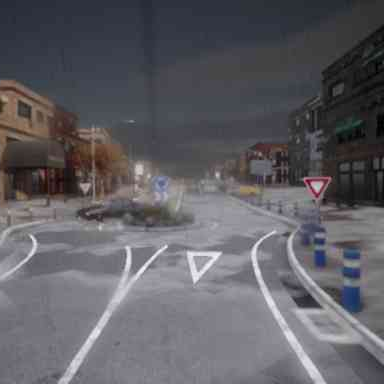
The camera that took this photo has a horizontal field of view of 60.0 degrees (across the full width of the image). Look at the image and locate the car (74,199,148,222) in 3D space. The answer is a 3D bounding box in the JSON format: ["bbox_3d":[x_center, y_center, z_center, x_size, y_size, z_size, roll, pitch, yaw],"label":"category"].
[{"bbox_3d":[-5.349,1.226,23.302,5.357,1.411,2.033,-2,2,-44],"label":"car"}]

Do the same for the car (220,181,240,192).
[{"bbox_3d":[7.743,-0.771,64.292,5.008,1.535,2.097,-1,2,-1],"label":"car"}]

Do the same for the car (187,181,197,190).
[{"bbox_3d":[-0.050,-1.488,73.643,2.150,2.045,5.566,-1,2,-1],"label":"car"}]

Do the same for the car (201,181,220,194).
[{"bbox_3d":[3.201,-0.732,58.664,2.150,2.045,5.566,-1,3,-1],"label":"car"}]

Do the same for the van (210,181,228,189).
[{"bbox_3d":[7.226,-1.898,89.070,4.442,1.987,1.878,-1,2,-1],"label":"van"}]

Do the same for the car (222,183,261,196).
[{"bbox_3d":[7.786,-0.145,50.525,5.366,1.575,1.946,-1,3,-1],"label":"car"}]

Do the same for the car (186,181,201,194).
[{"bbox_3d":[0.198,-0.608,59.433,2.097,1.767,4.553,-1,2,-1],"label":"car"}]

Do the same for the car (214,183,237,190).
[{"bbox_3d":[7.574,-1.208,75.306,5.008,1.535,2.097,-1,2,-1],"label":"car"}]

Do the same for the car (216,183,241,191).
[{"bbox_3d":[7.664,-0.996,69.799,4.892,1.521,2.231,-1,2,-1],"label":"car"}]

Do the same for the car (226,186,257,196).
[{"bbox_3d":[7.931,-0.237,53.284,4.674,1.452,2.002,-1,3,-1],"label":"car"}]

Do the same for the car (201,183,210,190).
[{"bbox_3d":[2.953,-1.246,73.670,1.837,1.490,4.892,-1,2,-1],"label":"car"}]

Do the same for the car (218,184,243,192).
[{"bbox_3d":[7.708,-0.885,67.046,4.892,1.521,2.231,-1,2,-1],"label":"car"}]

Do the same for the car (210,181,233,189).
[{"bbox_3d":[7.403,-1.749,83.562,5.566,2.045,2.435,-1,2,-1],"label":"car"}]

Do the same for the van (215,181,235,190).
[{"bbox_3d":[7.639,-1.531,77.932,4.442,1.987,1.878,-1,2,-1],"label":"van"}]
